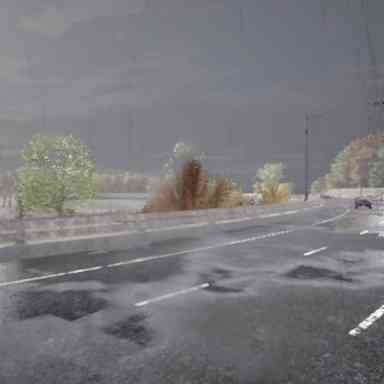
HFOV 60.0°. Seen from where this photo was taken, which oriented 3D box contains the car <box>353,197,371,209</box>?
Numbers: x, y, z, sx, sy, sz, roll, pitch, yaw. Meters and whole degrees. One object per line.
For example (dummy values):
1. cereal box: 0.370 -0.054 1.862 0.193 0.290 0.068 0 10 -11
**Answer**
1. car: 22.515 1.402 43.975 1.837 1.490 4.892 0 0 23
